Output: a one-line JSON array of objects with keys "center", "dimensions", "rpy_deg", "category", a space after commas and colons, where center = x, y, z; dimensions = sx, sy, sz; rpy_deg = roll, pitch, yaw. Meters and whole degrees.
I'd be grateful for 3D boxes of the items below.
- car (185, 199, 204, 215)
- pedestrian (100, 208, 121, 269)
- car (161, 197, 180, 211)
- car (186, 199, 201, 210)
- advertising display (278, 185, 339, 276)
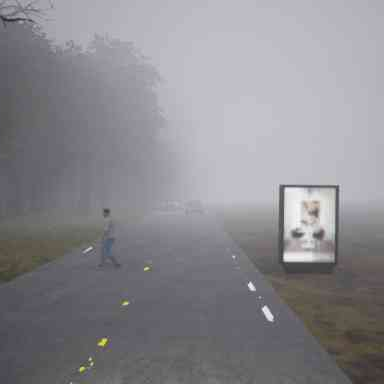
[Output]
[{"center": [0.250, 1.615, 34.728], "dimensions": [2.033, 1.411, 5.357], "rpy_deg": [0, 0, 0], "category": "car"}, {"center": [-2.401, 1.301, 9.777], "dimensions": [0.375, 1.860, 0.375], "rpy_deg": [-1, 1, 0], "category": "pedestrian"}, {"center": [-2.661, 1.444, 41.883], "dimensions": [2.097, 1.767, 4.553], "rpy_deg": [0, 0, 0], "category": "car"}, {"center": [0.262, 1.668, 45.142], "dimensions": [1.994, 1.385, 4.181], "rpy_deg": [0, 0, 1], "category": "car"}, {"center": [3.178, 1.030, 9.105], "dimensions": [1.540, 2.440, 0.280], "rpy_deg": [1, 1, 0], "category": "advertising display"}]
